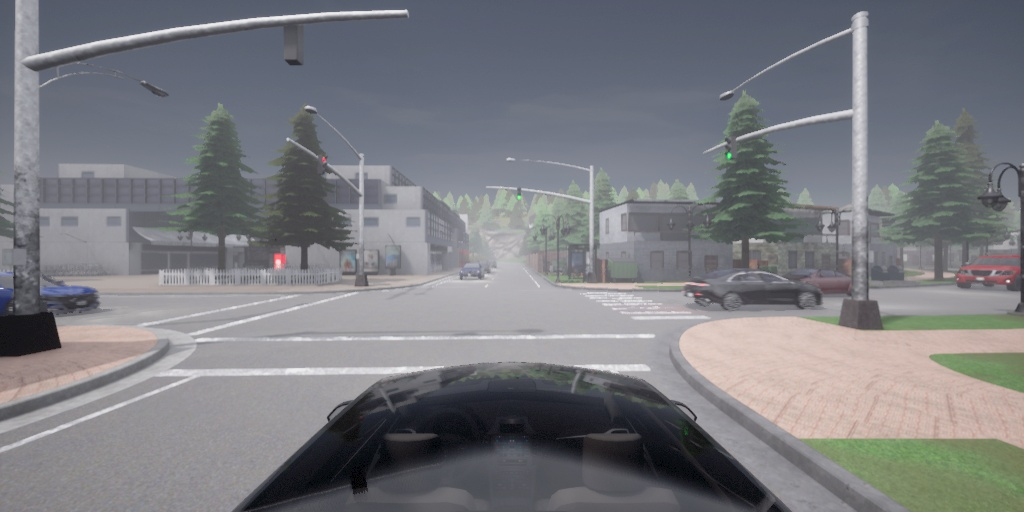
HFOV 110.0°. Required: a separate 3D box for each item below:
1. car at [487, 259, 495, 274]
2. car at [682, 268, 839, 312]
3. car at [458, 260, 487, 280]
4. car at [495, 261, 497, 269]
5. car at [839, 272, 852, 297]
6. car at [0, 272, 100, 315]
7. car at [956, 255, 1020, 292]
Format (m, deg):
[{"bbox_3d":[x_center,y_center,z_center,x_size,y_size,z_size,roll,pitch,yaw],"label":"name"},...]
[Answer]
[{"bbox_3d":[-3.515,1.273,42.430,2.128,1.511,4.902,0,0,0],"label":"car"},{"bbox_3d":[9.124,1.255,13.721,4.902,1.511,2.128,0,0,-5],"label":"car"},{"bbox_3d":[-3.537,1.299,32.295,1.812,1.442,4.674,0,0,0],"label":"car"},{"bbox_3d":[-3.451,1.285,57.679,2.128,1.511,4.902,0,0,1],"label":"car"},{"bbox_3d":[15.077,1.307,18.028,4.181,1.385,1.994,0,0,-7],"label":"car"},{"bbox_3d":[-17.323,1.299,12.285,5.008,1.535,1.882,1,0,-2],"label":"car"},{"bbox_3d":[29.408,0.969,21.533,5.566,2.045,2.150,0,0,-21],"label":"car"}]
